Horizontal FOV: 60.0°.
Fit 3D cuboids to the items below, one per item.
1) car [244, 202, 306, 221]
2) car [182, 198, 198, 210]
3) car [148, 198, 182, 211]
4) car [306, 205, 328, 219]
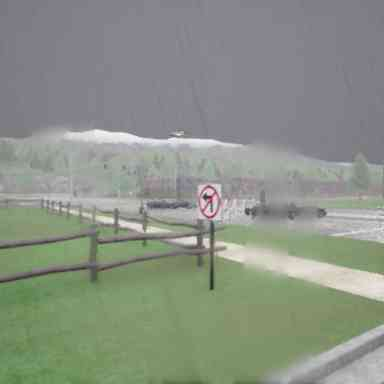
[{"bbox_3d":[6.542,1.598,27.203,1.895,1.301,4.718,0,0,-35],"label":"car"},{"bbox_3d":[-0.505,1.488,43.432,2.128,1.511,4.902,0,0,-34],"label":"car"},{"bbox_3d":[-3.656,1.597,41.840,1.895,1.301,4.718,0,0,-34],"label":"car"},{"bbox_3d":[9.385,1.597,29.245,1.895,1.301,4.718,0,0,-35],"label":"car"}]
